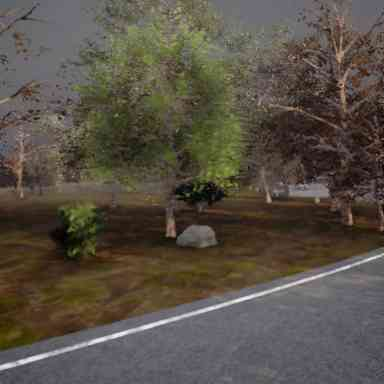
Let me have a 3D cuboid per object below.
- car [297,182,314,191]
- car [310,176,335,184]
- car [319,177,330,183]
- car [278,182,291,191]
[{"bbox_3d":[19.350,-1.047,57.640,1.812,1.442,4.674,-4,3,11],"label":"car"},{"bbox_3d":[29.239,-2.737,74.369,5.357,1.411,2.033,-6,3,-24],"label":"car"},{"bbox_3d":[30.301,-2.842,71.292,4.553,1.767,2.097,-6,3,-24],"label":"car"},{"bbox_3d":[17.198,-1.119,62.106,1.812,1.442,4.674,-3,3,22],"label":"car"}]
